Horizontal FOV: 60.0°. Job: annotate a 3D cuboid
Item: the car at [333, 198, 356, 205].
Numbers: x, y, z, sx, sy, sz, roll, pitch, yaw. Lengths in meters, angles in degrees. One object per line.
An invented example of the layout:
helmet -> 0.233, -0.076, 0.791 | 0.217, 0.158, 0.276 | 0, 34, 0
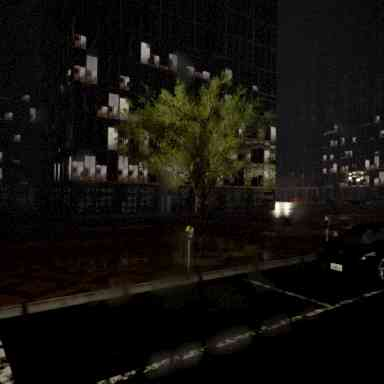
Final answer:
car -> 33.172, 1.983, 72.516 | 2.008, 1.369, 4.403 | 1, -1, -20

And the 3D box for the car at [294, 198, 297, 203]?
car -> 27.393, 2.121, 88.273 | 1.802, 1.307, 4.206 | 1, -1, -20

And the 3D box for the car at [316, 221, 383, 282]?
car -> 5.555, 1.574, 9.817 | 4.313, 1.339, 1.947 | 0, 1, -34

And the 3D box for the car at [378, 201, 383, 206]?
car -> 36.966, 1.888, 62.171 | 1.752, 1.417, 4.829 | 1, -1, -20

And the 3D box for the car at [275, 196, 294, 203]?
car -> 21.932, 1.793, 80.287 | 1.967, 1.590, 4.097 | 1, -1, -20

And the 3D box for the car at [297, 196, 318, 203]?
car -> 29.323, 1.819, 83.024 | 2.192, 1.841, 5.009 | 1, -1, -20

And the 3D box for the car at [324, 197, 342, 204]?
car -> 27.708, 1.687, 64.537 | 1.967, 1.590, 4.097 | 1, -1, -20

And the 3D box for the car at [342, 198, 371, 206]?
car -> 29.632, 1.762, 59.285 | 2.008, 1.369, 4.403 | 1, -1, -20
